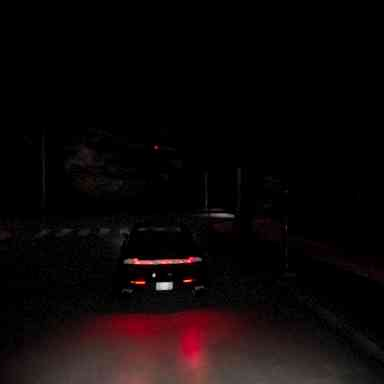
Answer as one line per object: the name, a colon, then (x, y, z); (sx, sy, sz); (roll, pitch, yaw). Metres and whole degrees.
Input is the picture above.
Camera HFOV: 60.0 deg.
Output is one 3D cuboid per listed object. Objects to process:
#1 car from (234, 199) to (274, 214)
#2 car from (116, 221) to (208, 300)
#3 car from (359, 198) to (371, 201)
car: (6.257, 1.358, 30.803); (4.674, 1.442, 1.812); (0, 0, -12)
car: (-0.840, 1.489, 8.425); (2.128, 1.511, 4.902); (0, 0, -8)
car: (17.314, 1.337, 33.254); (4.892, 1.490, 1.837); (0, 0, -12)
